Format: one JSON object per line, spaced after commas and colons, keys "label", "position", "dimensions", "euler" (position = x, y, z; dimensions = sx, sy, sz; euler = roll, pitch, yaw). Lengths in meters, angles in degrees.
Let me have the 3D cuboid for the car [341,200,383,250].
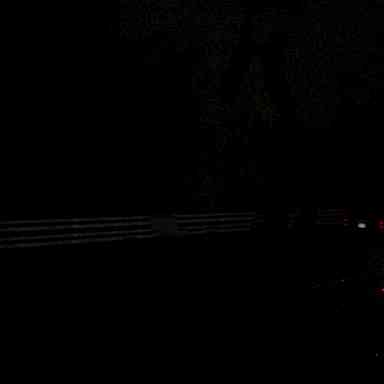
{"label": "car", "position": [8.584, 1.384, 13.994], "dimensions": [5.566, 2.045, 2.150], "euler": [1, 0, -34]}
